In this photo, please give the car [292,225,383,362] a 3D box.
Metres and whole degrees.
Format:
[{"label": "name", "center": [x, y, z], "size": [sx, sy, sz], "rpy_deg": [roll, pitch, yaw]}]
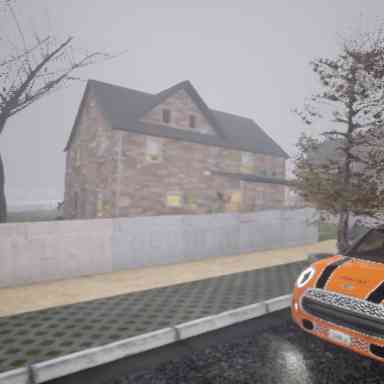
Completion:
[{"label": "car", "center": [3.815, 1.367, 5.788], "size": [4.553, 1.767, 2.097], "rpy_deg": [0, 0, -35]}]
